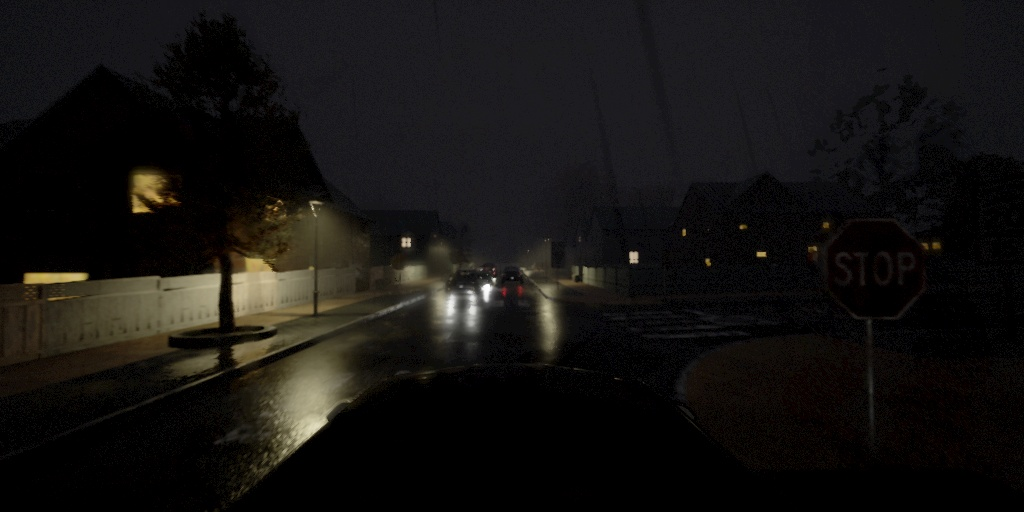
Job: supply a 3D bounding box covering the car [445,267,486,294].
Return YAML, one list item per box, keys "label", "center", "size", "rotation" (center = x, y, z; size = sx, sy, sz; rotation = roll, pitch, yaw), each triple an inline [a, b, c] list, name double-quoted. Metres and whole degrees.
- label: "car"
  center: [-2.909, 1.582, 22.407]
  size: [1.994, 1.385, 4.181]
  rotation: [0, -1, -1]

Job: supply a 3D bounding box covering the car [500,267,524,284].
- label: "car"
  center: [0.023, 1.671, 31.982]
  size: [1.812, 1.442, 4.674]
  rotation: [0, -1, 0]

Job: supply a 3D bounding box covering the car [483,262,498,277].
- label: "car"
  center: [-2.947, 1.673, 45.570]
  size: [2.097, 1.767, 4.553]
  rotation: [0, -1, 0]

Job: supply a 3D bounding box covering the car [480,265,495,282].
- label: "car"
  center: [-2.930, 1.775, 34.316]
  size: [1.895, 1.301, 4.718]
  rotation: [0, -1, 0]
